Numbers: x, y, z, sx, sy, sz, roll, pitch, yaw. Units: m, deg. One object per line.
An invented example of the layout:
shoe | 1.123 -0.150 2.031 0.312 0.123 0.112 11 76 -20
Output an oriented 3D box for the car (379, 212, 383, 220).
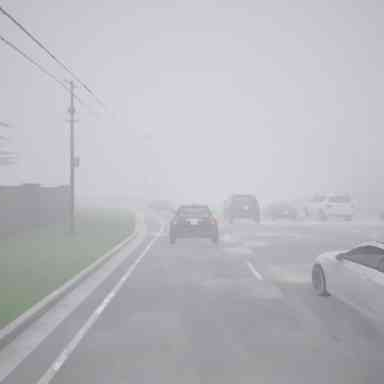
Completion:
car | 14.106 1.500 20.963 2.033 1.411 5.357 0 0 0

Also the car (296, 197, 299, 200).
car | 14.112 1.396 42.558 2.128 1.511 4.902 0 0 0

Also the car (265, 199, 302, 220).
car | 7.108 1.501 27.167 1.994 1.385 4.181 0 0 0

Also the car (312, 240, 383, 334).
car | 3.602 1.513 5.557 1.812 1.442 4.674 0 0 0

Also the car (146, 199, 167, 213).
car | -3.560 1.461 36.370 2.033 1.411 5.357 0 0 -22

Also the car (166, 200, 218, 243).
car | 0.046 1.312 16.075 2.097 1.767 4.553 0 0 -1

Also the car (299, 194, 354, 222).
car | 10.608 1.164 26.152 2.150 2.045 5.566 0 0 0

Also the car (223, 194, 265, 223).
car | 3.608 1.164 24.856 2.150 2.045 5.566 0 0 0
